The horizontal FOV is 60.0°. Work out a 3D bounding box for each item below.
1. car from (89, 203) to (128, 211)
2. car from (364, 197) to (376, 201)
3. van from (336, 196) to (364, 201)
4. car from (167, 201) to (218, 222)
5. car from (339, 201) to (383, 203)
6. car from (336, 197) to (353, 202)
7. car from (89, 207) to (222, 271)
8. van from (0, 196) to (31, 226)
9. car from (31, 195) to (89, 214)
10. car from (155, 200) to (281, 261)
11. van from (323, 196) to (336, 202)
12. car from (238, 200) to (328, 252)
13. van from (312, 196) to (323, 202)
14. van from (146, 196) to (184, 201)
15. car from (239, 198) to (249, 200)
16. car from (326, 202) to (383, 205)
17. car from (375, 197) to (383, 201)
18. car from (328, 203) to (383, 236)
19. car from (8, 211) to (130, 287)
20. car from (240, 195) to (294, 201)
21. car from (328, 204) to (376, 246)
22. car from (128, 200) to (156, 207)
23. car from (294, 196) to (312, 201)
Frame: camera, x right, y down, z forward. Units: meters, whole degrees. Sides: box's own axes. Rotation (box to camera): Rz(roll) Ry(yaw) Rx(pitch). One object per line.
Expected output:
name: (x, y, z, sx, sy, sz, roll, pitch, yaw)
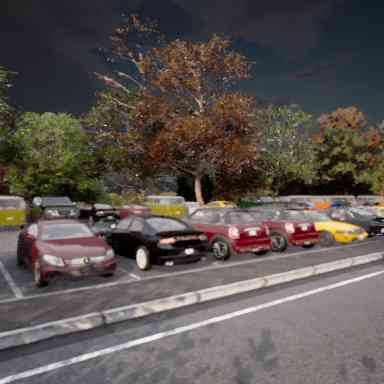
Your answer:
car: (-6.709, 1.495, 23.490, 2.097, 1.535, 5.008, 0, 0, -35)
car: (20.358, 1.735, 42.783, 2.163, 1.488, 4.792, 1, 0, -35)
van: (18.197, 1.457, 41.077, 1.878, 1.987, 4.442, 1, 0, -36)
car: (-0.043, 1.585, 28.241, 2.002, 1.452, 4.674, 0, 0, -35)
car: (12.185, 1.577, 20.656, 1.946, 1.575, 5.366, 0, 0, -35)
car: (15.859, 1.663, 39.554, 2.097, 1.535, 5.008, 0, 0, -35)
car: (-1.493, 1.479, 11.149, 2.097, 1.535, 5.008, 0, 0, -35)
van: (-11.395, 1.235, 20.307, 1.878, 1.987, 4.442, 0, 0, -35)
car: (-9.053, 1.227, 21.794, 2.435, 2.045, 5.566, 0, 0, -35)
car: (0.785, 1.371, 12.737, 2.185, 1.767, 4.553, 0, 0, -35)
van: (13.539, 1.420, 38.040, 1.878, 1.987, 4.442, 0, 0, -35)
car: (3.047, 1.388, 14.346, 2.185, 1.767, 4.553, 0, 0, -35)
van: (11.416, 1.404, 36.244, 1.878, 1.987, 4.442, 0, 0, -35)
van: (-2.366, 1.302, 26.729, 1.878, 1.987, 4.442, 0, 0, -35)
car: (2.321, 1.562, 29.912, 2.097, 1.535, 5.008, 0, 0, -35)
car: (9.812, 1.565, 19.204, 2.231, 1.521, 4.892, 0, 0, -35)
car: (22.509, 1.762, 44.312, 2.163, 1.488, 4.792, 1, -1, -35)
car: (7.556, 1.548, 17.584, 2.231, 1.521, 4.892, 0, 0, -35)
car: (-3.760, 1.503, 9.546, 2.002, 1.452, 4.674, 0, 0, -35)
car: (6.851, 1.345, 33.106, 2.435, 2.045, 5.566, 0, 0, -35)
car: (5.398, 1.527, 15.829, 1.946, 1.575, 5.366, 0, 0, -35)
car: (-4.453, 1.552, 25.099, 2.002, 1.452, 4.674, 0, 0, -35)
car: (9.108, 1.361, 34.712, 2.435, 2.045, 5.566, 0, 0, -35)
